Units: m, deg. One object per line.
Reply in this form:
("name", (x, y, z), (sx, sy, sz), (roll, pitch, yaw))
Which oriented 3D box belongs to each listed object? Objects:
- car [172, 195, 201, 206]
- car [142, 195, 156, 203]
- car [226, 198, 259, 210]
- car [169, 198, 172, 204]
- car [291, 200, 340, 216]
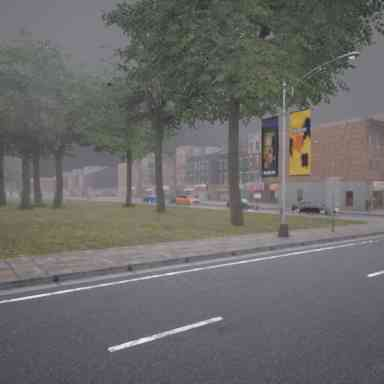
("car", (-0.581, 1.250, 51.271), (2.097, 1.767, 4.553), (1, 0, -35))
("car", (-8.338, 1.322, 66.987), (1.882, 1.535, 5.008), (1, 0, -36))
("car", (6.264, 1.501, 41.665), (1.812, 1.442, 4.674), (1, 0, -36))
("car", (-2.332, 1.371, 58.674), (2.128, 1.511, 4.902), (1, 0, -35))
("car", (12.251, 1.559, 33.287), (2.128, 1.511, 4.902), (1, 0, -36))
